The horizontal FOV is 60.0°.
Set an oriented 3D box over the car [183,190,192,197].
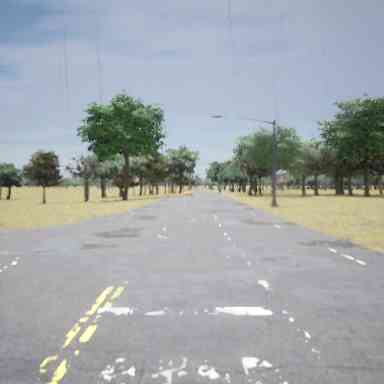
[{"bbox_3d":[-1.115,0.318,81.916,1.882,1.535,5.008,0,1,6],"label":"car"}]
